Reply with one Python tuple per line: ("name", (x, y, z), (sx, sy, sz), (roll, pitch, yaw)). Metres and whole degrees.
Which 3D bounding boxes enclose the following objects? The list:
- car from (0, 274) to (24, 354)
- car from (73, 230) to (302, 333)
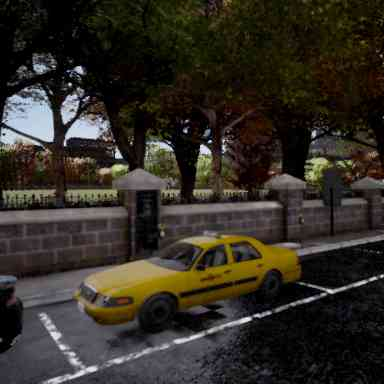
("car", (-4.252, 1.563, 3.529), (4.403, 1.369, 2.008), (-1, 0, -35))
("car", (0.194, 1.495, 6.699), (4.829, 1.417, 1.752), (-1, 0, -35))
